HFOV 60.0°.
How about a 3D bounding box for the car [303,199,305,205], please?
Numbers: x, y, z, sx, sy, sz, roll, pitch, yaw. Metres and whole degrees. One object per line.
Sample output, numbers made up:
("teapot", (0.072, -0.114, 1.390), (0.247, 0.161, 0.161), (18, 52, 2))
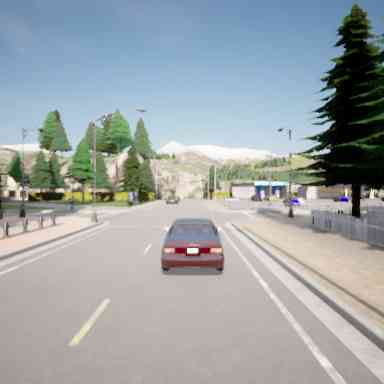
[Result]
("car", (17.003, 1.358, 54.568), (1.970, 1.475, 3.806), (0, 0, 0))

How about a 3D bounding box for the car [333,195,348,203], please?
("car", (29.103, 1.288, 65.442), (1.845, 1.501, 3.633), (0, 0, 0))

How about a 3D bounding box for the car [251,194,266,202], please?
("car", (14.195, 1.304, 73.209), (2.007, 1.523, 4.514), (0, 0, 0))

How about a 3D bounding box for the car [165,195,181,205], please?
("car", (-3.547, 1.323, 59.467), (2.097, 1.767, 4.553), (0, 0, 1))

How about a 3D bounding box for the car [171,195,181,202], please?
("car", (-3.508, 1.484, 74.244), (1.994, 1.385, 4.181), (0, 0, 0))

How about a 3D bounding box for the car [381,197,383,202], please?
("car", (39.095, 1.267, 65.302), (2.007, 1.523, 4.514), (0, 0, 0))

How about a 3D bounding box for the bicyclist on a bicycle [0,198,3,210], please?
("bicyclist on a bicycle", (-21.790, 1.267, 37.525), (0.582, 1.620, 1.656), (0, 0, 1))

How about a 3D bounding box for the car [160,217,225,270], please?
("car", (0.038, 1.542, 11.001), (2.033, 1.411, 5.357), (0, 0, 1))

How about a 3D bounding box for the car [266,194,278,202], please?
("car", (17.333, 1.295, 73.231), (2.152, 1.636, 5.027), (0, 0, 0))

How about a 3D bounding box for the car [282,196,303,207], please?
("car", (13.951, 1.351, 47.176), (1.845, 1.501, 3.633), (0, 0, 0))
